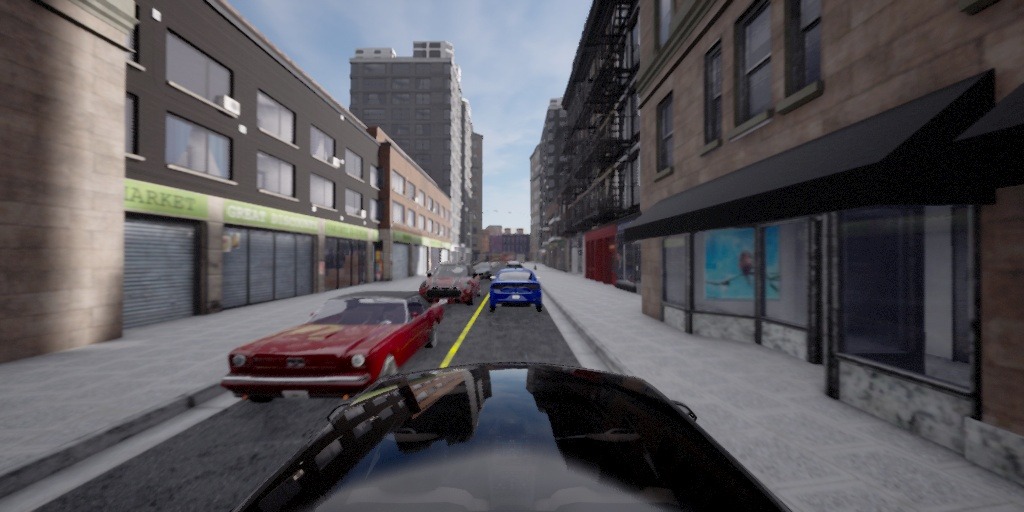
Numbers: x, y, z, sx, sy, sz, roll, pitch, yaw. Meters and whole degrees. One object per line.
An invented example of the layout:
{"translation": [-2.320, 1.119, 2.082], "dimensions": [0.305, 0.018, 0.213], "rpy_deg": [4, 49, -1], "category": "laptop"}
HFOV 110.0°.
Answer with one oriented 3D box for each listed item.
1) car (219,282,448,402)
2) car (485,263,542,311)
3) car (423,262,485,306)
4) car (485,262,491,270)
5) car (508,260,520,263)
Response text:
{"translation": [-2.585, 1.348, 6.489], "dimensions": [1.895, 1.301, 4.718], "rpy_deg": [0, 0, 0], "category": "car"}
{"translation": [0.140, 1.229, 14.531], "dimensions": [1.882, 1.535, 5.008], "rpy_deg": [0, 0, 0], "category": "car"}
{"translation": [-2.549, 1.102, 15.711], "dimensions": [2.097, 1.767, 4.553], "rpy_deg": [0, 0, 0], "category": "car"}
{"translation": [-2.426, 1.264, 29.211], "dimensions": [1.837, 1.490, 4.892], "rpy_deg": [0, 0, 0], "category": "car"}
{"translation": [0.223, 1.247, 41.010], "dimensions": [1.882, 1.535, 5.008], "rpy_deg": [0, 0, 0], "category": "car"}
